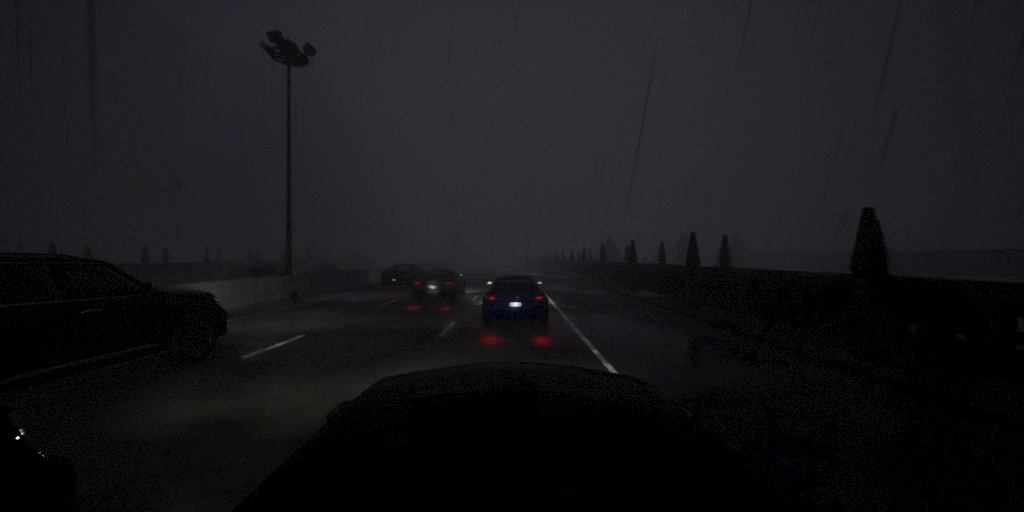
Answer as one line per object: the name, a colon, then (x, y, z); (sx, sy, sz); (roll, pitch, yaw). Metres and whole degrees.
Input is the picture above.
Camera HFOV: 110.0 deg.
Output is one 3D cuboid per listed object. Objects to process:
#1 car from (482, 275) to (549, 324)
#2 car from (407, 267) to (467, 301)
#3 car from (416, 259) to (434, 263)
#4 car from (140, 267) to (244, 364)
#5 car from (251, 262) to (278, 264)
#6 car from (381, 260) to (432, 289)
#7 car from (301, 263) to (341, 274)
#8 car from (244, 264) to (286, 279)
car: (0.098, 1.318, 11.981); (1.994, 1.385, 4.181); (0, 0, 0)
car: (-3.402, 1.321, 17.415); (1.994, 1.385, 4.181); (0, 0, 0)
car: (-14.246, 1.219, 59.475); (2.097, 1.767, 4.553); (0, 0, -2)
car: (-6.900, 0.972, 4.926); (2.150, 2.045, 5.566); (0, 0, 0)
car: (-21.097, 1.267, 30.197); (2.128, 1.511, 4.902); (0, 0, 0)
car: (-6.904, 1.243, 23.419); (1.882, 1.535, 5.008); (0, 0, 0)
car: (-17.596, 1.346, 33.252); (1.994, 1.385, 4.181); (0, 0, 0)
car: (-14.100, 1.323, 19.444); (1.994, 1.385, 4.181); (0, 0, 0)
